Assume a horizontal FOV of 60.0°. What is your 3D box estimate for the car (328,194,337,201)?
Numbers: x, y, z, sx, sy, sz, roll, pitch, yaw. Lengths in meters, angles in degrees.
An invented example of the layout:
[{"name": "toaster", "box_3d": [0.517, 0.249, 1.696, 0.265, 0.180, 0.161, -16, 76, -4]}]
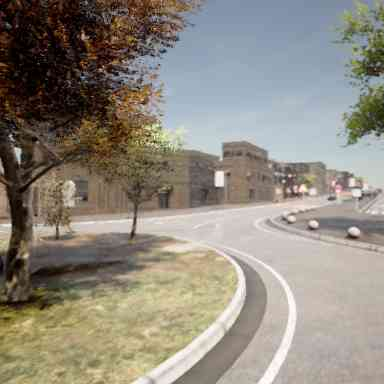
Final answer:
[{"name": "car", "box_3d": [33.123, 1.240, 77.741, 2.128, 1.511, 4.902, 0, 1, 31]}]
